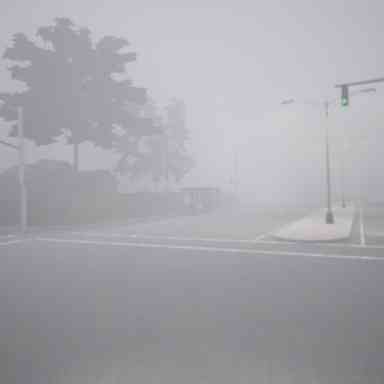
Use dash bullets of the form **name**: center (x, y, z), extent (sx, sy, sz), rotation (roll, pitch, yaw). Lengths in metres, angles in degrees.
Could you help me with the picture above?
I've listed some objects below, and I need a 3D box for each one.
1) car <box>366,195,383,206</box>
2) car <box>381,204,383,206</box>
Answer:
- **car**: center (24.764, 1.165, 45.237), extent (1.812, 1.442, 4.674), rotation (-2, 0, 27)
- **car**: center (8.901, 1.379, 13.389), extent (1.812, 1.442, 4.674), rotation (-2, 0, 26)
